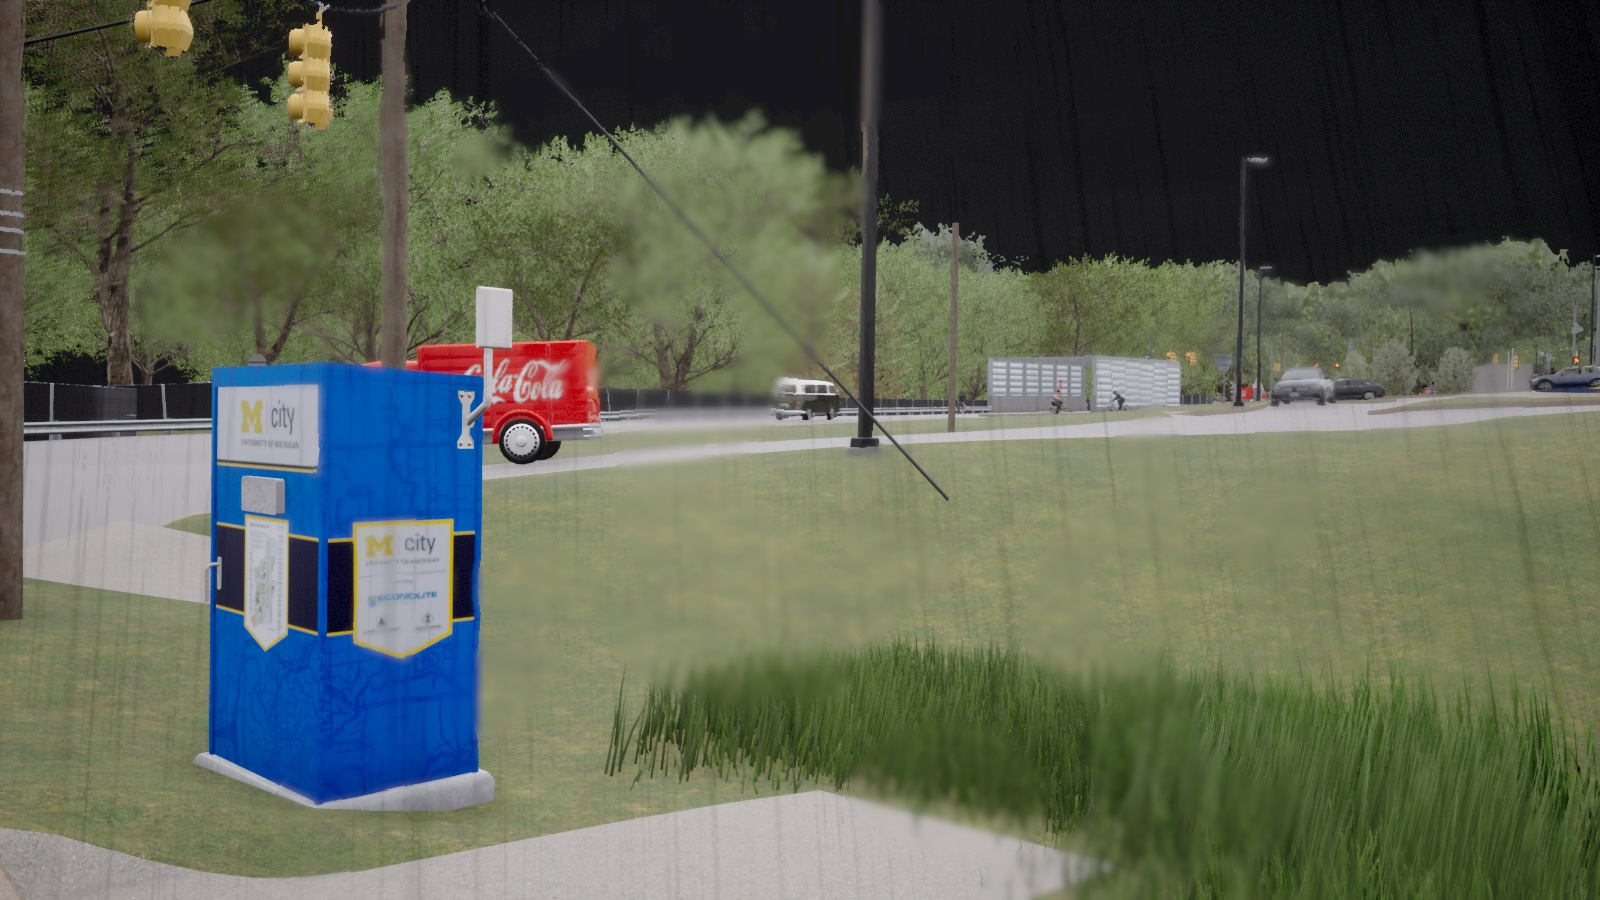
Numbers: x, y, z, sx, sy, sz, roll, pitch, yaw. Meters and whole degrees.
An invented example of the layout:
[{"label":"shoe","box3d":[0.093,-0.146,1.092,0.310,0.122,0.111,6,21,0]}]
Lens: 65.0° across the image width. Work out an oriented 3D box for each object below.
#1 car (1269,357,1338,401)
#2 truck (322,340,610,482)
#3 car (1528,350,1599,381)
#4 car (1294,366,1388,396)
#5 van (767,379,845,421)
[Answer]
[{"label":"car","box3d":[19.202,-2.734,47.785,1.812,1.442,4.674,-2,3,30]},{"label":"truck","box3d":[-6.767,-0.801,26.066,5.204,2.467,2.627,-4,1,-3]},{"label":"car","box3d":[43.166,-4.746,70.428,3.806,1.475,1.970,-2,2,38]},{"label":"car","box3d":[32.951,-4.169,76.628,4.892,1.490,1.837,-3,2,10]},{"label":"van","box3d":[0.353,-2.533,63.656,2.069,2.038,4.480,1,3,29]}]
